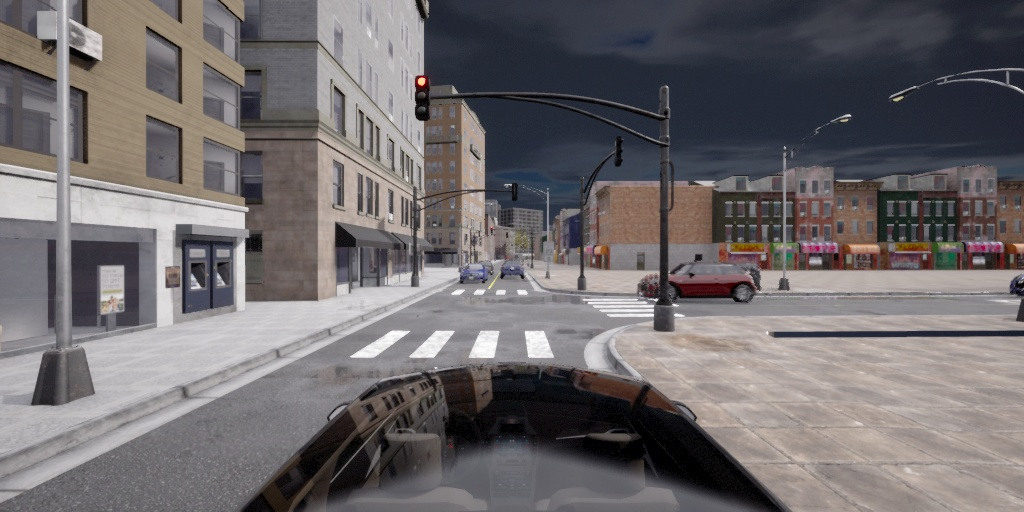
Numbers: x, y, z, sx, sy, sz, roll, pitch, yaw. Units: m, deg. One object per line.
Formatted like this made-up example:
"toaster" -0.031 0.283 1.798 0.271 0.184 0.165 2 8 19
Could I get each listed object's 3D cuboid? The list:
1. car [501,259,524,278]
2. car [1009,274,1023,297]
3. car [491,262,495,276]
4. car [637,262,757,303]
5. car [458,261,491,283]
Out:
"car" 0.034 1.107 33.892 2.097 1.767 4.553 0 0 0
"car" 25.054 1.000 15.667 4.553 1.767 2.097 0 0 0
"car" -2.884 1.262 38.023 1.837 1.490 4.892 0 0 0
"car" 7.966 1.063 15.811 4.553 1.767 2.097 0 0 4
"car" -2.872 1.279 27.775 1.812 1.442 4.674 0 0 0
